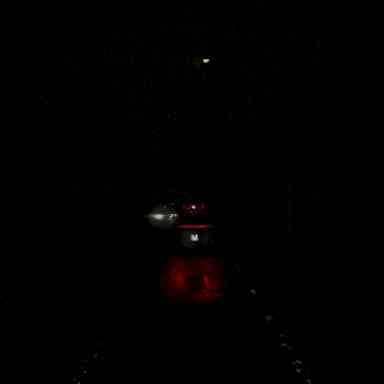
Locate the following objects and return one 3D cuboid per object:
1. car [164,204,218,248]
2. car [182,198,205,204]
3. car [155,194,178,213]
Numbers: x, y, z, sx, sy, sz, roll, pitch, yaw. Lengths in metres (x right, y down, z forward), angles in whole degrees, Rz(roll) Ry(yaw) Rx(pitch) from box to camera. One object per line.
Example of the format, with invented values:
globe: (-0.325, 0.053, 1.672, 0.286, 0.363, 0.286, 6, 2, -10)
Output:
car: (0.111, 1.511, 14.790, 2.128, 1.511, 4.902, 0, 0, 0)
car: (0.139, 1.400, 31.428, 2.097, 1.767, 4.553, 0, 0, 0)
car: (-2.791, 1.286, 37.452, 2.150, 2.045, 5.566, 0, 0, 0)
